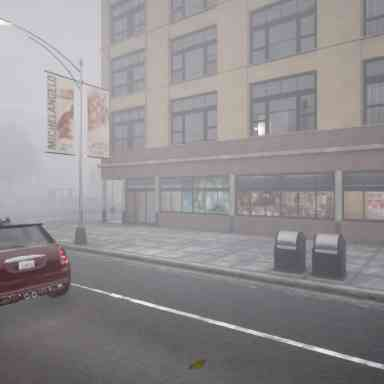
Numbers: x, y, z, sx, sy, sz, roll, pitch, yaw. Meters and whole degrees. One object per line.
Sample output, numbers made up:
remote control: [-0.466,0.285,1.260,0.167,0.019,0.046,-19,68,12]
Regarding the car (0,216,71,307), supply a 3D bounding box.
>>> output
car: [-4.756,1.352,7.367,4.553,1.767,2.097,0,0,36]
